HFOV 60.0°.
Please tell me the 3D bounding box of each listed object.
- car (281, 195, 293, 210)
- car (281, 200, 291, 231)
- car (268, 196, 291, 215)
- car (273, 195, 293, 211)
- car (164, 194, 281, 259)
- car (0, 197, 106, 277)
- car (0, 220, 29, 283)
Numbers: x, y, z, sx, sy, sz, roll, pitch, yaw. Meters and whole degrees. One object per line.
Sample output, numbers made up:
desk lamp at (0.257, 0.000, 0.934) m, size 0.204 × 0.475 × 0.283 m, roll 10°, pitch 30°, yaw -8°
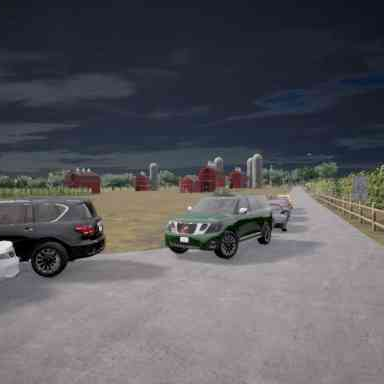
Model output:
car at (6.266, 1.231, 24.727) m, size 1.882 × 1.535 × 5.008 m, roll 0°, pitch 0°, yaw 18°
car at (4.415, 1.377, 18.993) m, size 1.994 × 1.385 × 4.181 m, roll 0°, pitch 0°, yaw 17°
car at (8.189, 1.193, 30.772) m, size 1.837 × 1.490 × 4.892 m, roll 0°, pitch 0°, yaw 18°
car at (10.003, 1.104, 36.475) m, size 1.882 × 1.535 × 5.008 m, roll 0°, pitch 1°, yaw 18°
car at (1.298, 1.106, 12.668) m, size 2.150 × 2.045 × 5.566 m, roll 0°, pitch 0°, yaw 34°
car at (-5.365, 1.224, 9.595) m, size 5.566 × 2.045 × 2.150 m, roll -1°, pitch 1°, yaw -4°
car at (-6.103, 1.612, 6.678) m, size 4.674 × 1.442 × 1.812 m, roll -2°, pitch 2°, yaw -38°
